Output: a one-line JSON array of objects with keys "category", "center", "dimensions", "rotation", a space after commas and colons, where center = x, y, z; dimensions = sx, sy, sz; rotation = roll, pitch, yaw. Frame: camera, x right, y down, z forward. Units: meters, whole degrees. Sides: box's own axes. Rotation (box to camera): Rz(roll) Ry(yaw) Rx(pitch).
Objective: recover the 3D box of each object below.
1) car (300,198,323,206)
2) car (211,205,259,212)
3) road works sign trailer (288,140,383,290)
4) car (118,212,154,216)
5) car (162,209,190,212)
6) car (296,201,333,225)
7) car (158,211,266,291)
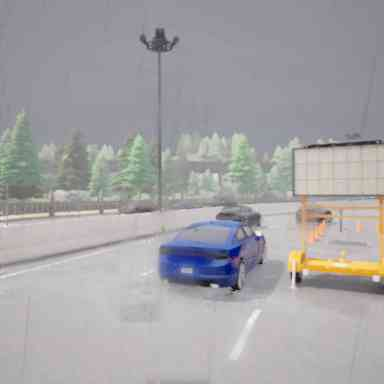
[{"category": "car", "center": [22.963, 1.921, 63.956], "dimensions": [4.674, 1.442, 1.812], "rotation": [0, -1, -36]}, {"category": "car", "center": [3.216, 1.658, 22.009], "dimensions": [1.837, 1.490, 4.892], "rotation": [-1, -1, 30]}, {"category": "road works sign trailer", "center": [3.911, 0.516, 8.724], "dimensions": [2.380, 3.560, 2.880], "rotation": [0, 0, 26]}, {"category": "car", "center": [-5.619, 1.633, 34.612], "dimensions": [2.097, 1.767, 4.553], "rotation": [0, 0, 34]}, {"category": "car", "center": [-1.353, 1.830, 34.661], "dimensions": [1.994, 1.385, 4.181], "rotation": [-1, -1, 35]}, {"category": "car", "center": [9.352, 1.648, 25.248], "dimensions": [2.128, 1.511, 4.902], "rotation": [-1, -1, 33]}, {"category": "car", "center": [0.829, 1.546, 9.430], "dimensions": [1.882, 1.535, 5.008], "rotation": [0, 0, 22]}]
